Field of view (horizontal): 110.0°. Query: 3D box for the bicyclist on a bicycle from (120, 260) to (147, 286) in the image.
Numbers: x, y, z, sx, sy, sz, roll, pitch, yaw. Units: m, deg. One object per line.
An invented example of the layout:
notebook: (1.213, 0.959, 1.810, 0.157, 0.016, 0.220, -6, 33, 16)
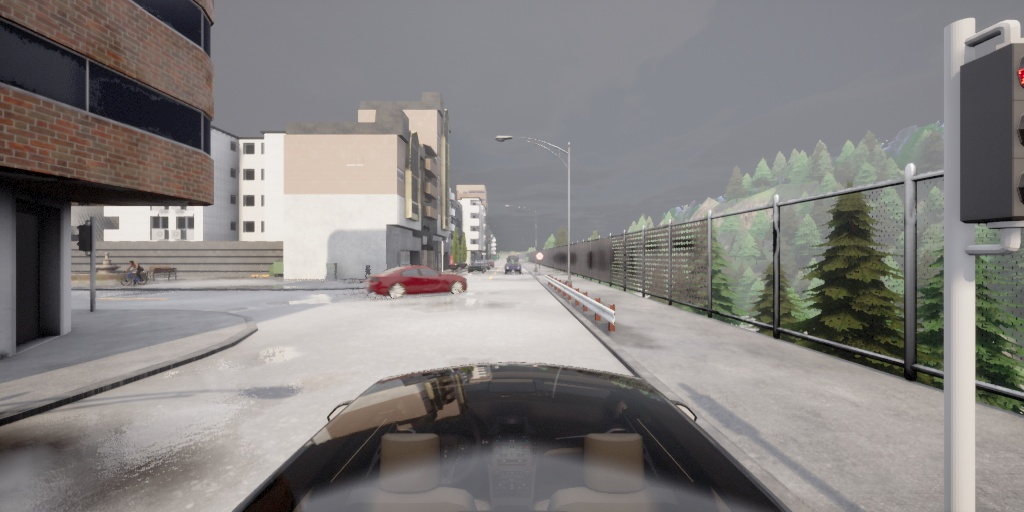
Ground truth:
bicyclist on a bicycle: (-24.281, 1.099, 23.054, 0.582, 1.620, 1.656, 0, 0, 0)

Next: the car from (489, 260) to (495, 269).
car: (-4.087, 1.241, 51.752, 2.128, 1.511, 4.902, 0, 0, 0)

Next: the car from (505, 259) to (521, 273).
car: (0.114, 1.351, 42.365, 1.895, 1.301, 4.718, 0, 0, 0)

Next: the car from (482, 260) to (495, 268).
car: (-4.051, 1.351, 61.888, 1.895, 1.301, 4.718, 0, 0, 0)

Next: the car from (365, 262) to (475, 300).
car: (-4.639, 1.228, 17.904, 5.008, 1.535, 1.882, 0, 1, -36)

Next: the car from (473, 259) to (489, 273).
car: (-4.093, 1.351, 42.403, 1.895, 1.301, 4.718, 0, 0, 0)
